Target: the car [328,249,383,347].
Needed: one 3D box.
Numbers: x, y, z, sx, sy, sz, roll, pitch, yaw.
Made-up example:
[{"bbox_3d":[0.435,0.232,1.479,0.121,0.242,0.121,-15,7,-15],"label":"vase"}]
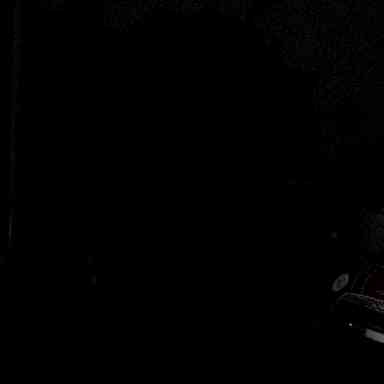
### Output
[{"bbox_3d":[4.182,1.496,5.789,4.097,1.590,1.967,1,0,-36],"label":"car"}]
